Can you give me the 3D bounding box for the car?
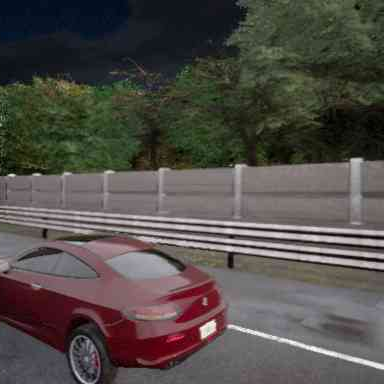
[{"bbox_3d":[-1.686,1.369,5.080,4.674,1.442,1.812,0,0,36],"label":"car"}]
